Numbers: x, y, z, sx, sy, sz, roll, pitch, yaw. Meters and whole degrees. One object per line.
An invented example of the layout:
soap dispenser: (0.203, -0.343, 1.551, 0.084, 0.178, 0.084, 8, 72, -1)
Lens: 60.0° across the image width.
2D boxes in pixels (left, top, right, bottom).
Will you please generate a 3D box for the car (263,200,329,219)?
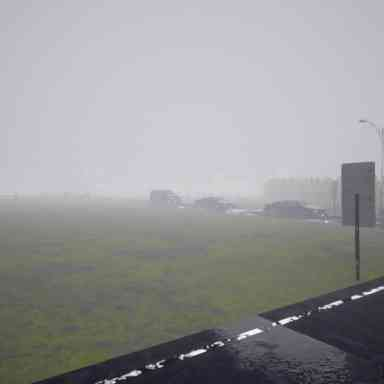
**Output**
car: (8.324, 1.330, 27.295, 2.033, 1.411, 5.357, -1, 1, -36)

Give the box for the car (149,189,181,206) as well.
car: (-3.645, 0.695, 44.060, 2.150, 2.045, 5.566, -1, 1, -35)

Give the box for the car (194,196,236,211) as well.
car: (2.345, 1.177, 35.660, 2.033, 1.411, 5.357, -1, 1, -36)
